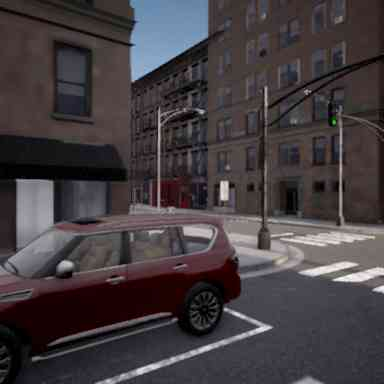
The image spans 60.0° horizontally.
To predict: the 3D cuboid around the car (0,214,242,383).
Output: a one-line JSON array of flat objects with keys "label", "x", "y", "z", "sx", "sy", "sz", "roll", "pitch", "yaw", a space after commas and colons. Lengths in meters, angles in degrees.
[{"label": "car", "x": -1.444, "y": 1.320, "z": 5.159, "sx": 5.009, "sy": 1.841, "sz": 2.192, "roll": 0, "pitch": 0, "yaw": -36}]
